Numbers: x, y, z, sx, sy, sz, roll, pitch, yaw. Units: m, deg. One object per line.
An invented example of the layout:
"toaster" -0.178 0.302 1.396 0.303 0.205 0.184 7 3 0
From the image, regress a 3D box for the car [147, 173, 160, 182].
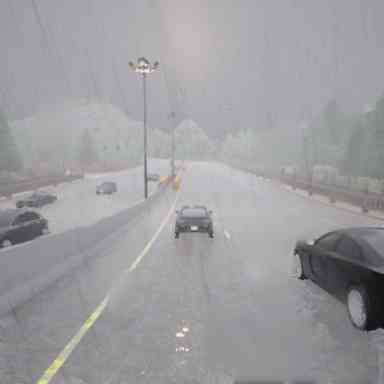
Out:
"car" -6.917 -2.648 59.821 2.033 1.411 5.357 0 7 0

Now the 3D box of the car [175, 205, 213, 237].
"car" 0.098 1.379 17.183 1.812 1.442 4.674 0 2 0

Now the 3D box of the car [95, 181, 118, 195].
"car" -10.579 -0.513 41.385 2.128 1.511 4.902 0 7 0

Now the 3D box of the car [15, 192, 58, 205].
"car" -14.097 0.725 30.329 1.895 1.301 4.718 0 5 0

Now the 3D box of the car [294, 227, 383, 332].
"car" 3.599 1.457 6.816 1.882 1.535 5.008 0 0 0

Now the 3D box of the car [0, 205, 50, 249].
"car" -7.099 1.456 12.587 1.837 1.490 4.892 0 1 0
